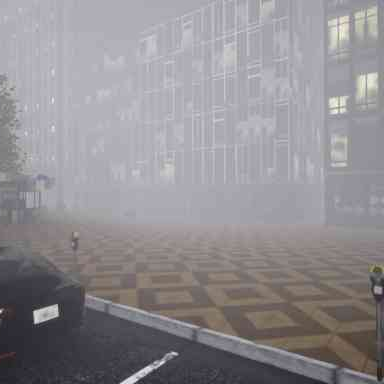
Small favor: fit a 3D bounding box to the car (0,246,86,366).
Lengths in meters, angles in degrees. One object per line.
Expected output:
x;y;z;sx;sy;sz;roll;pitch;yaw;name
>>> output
-3.523;1.566;5.383;4.313;1.339;1.947;0;0;35;car
